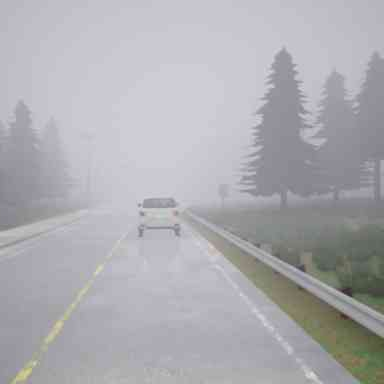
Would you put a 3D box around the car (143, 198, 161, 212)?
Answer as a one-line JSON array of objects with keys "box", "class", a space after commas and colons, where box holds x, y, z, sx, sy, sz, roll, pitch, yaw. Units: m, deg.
[{"box": [-5.013, 1.562, 41.287, 2.033, 1.411, 5.357, 0, 0, -8], "class": "car"}]

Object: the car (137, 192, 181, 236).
[{"box": [-1.876, 1.225, 18.736, 2.150, 2.045, 5.566, 0, 0, -7], "class": "car"}]
